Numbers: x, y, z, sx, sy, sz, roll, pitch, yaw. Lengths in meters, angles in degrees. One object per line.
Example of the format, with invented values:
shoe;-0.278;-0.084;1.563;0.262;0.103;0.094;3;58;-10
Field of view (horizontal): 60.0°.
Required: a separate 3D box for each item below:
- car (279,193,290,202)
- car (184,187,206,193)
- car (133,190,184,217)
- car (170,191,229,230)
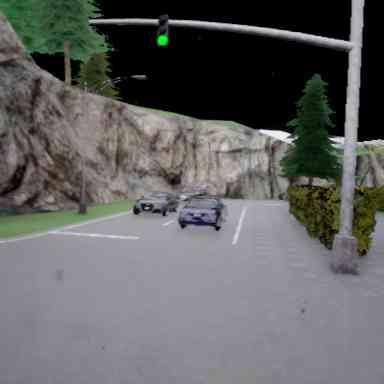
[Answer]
car;12.261;0.504;38.657;4.181;1.385;1.994;2;2;-2
car;0.122;0.292;30.961;2.128;1.511;4.902;3;2;21
car;-2.145;0.671;20.838;1.994;1.385;4.181;2;2;11
car;0.688;0.931;16.245;2.033;1.411;5.357;2;2;10
